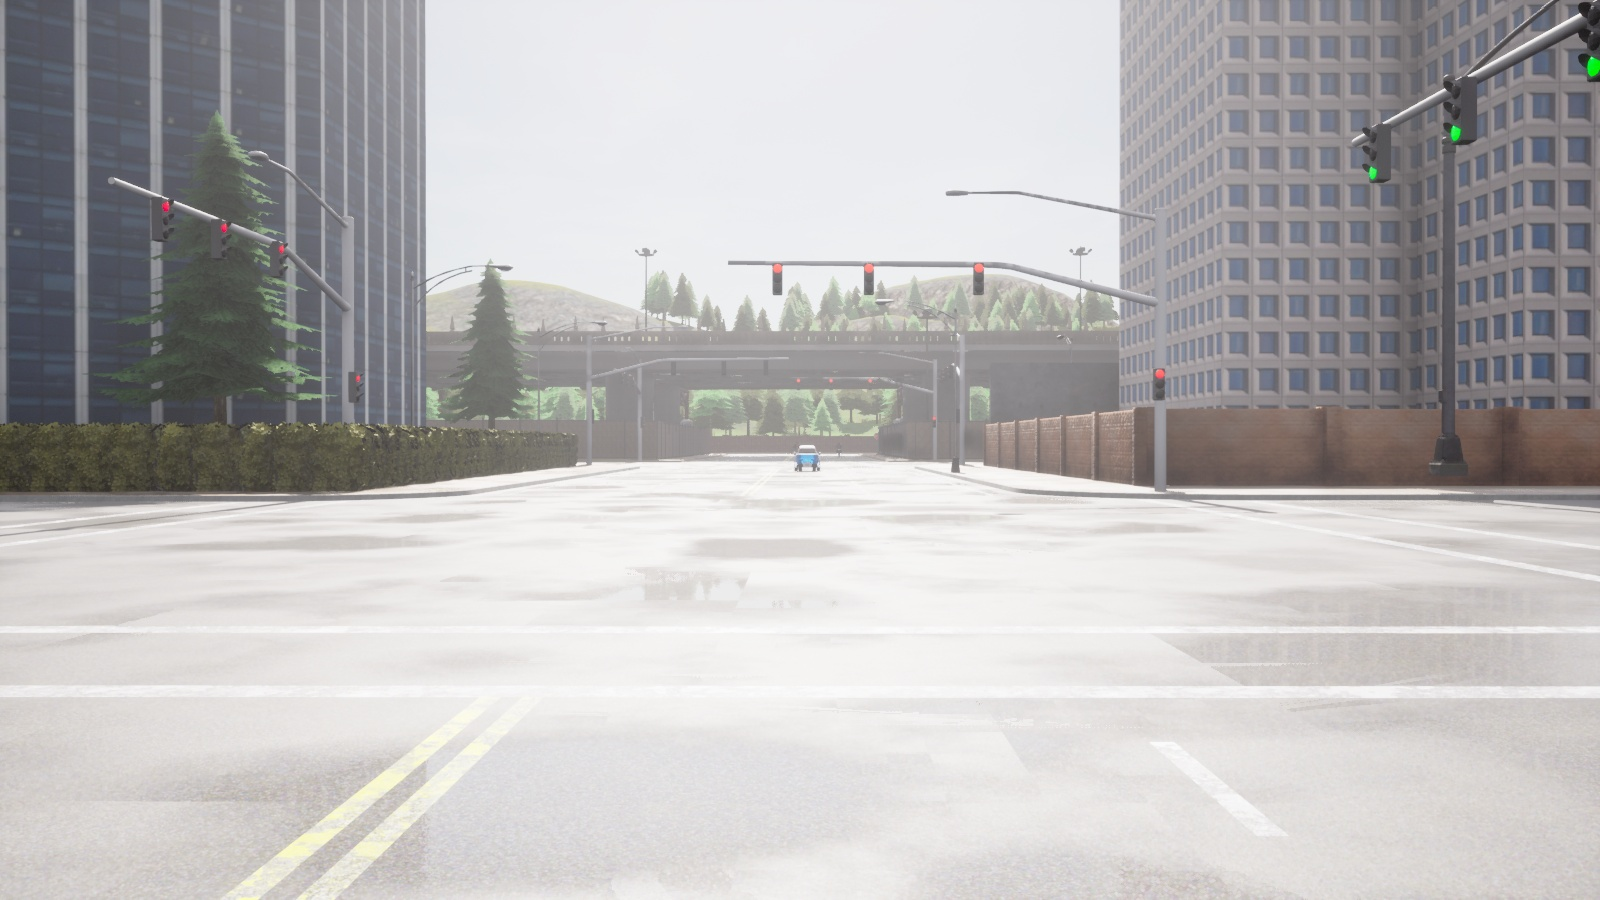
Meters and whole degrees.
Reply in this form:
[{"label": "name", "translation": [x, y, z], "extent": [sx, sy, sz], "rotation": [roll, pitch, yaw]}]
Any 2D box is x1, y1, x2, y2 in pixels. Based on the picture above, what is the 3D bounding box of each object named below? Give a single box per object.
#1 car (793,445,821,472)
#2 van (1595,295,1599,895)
[{"label": "car", "translation": [0.383, 0.426, 66.471], "extent": [1.481, 1.376, 2.207], "rotation": [0, 1, 0]}, {"label": "van", "translation": [3.526, 0.491, 1.958], "extent": [1.775, 1.987, 4.442], "rotation": [0, 0, 0]}]
